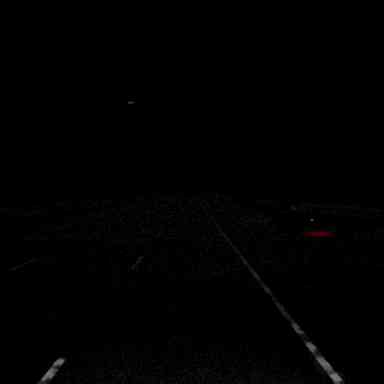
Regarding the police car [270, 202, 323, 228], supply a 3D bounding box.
[{"bbox_3d":[6.998,1.501,23.000,1.930,1.638,5.238,0,0,-9],"label":"police car"}]
